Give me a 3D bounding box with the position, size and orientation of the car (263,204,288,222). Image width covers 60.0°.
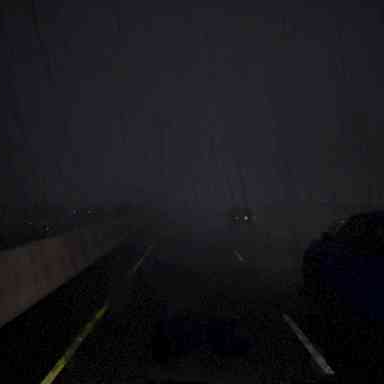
[{"bbox_3d":[7.086,1.815,29.611,2.128,1.511,4.902,0,-1,0],"label":"car"}]

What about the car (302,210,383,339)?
[{"bbox_3d":[3.554,1.282,5.254,2.150,2.045,5.566,0,0,1],"label":"car"}]

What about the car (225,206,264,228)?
[{"bbox_3d":[3.579,1.815,24.499,2.033,1.411,5.357,0,-1,0],"label":"car"}]

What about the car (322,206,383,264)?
[{"bbox_3d":[7.086,1.496,13.154,2.097,1.767,4.553,0,-1,0],"label":"car"}]
